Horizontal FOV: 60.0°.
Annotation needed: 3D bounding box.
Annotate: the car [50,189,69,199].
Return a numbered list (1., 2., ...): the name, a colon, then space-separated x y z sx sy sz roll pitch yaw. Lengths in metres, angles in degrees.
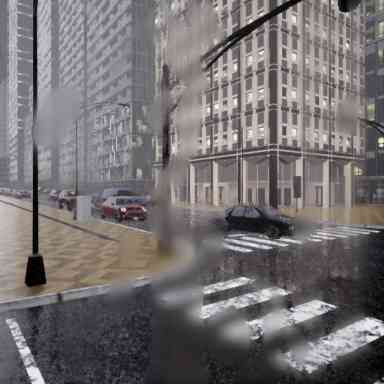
1. car: -23.132 0.329 58.050 1.882 1.535 5.008 0 1 -36

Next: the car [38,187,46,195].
1. car: -33.514 -0.020 77.041 1.887 1.381 4.507 1 0 -36

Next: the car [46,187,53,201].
1. car: -18.048 0.460 45.544 2.097 1.767 4.553 0 1 -35

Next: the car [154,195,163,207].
1. car: -4.318 0.982 36.221 1.802 1.307 4.206 1 0 -36

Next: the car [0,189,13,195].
1. car: -40.283 0.016 72.100 1.947 1.339 4.313 1 0 -36

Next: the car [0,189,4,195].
1. car: -37.040 0.107 67.566 2.008 1.369 4.403 1 0 -36

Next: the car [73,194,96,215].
1. car: -7.855 1.103 26.762 1.802 1.307 4.206 1 0 -36

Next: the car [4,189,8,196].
1. car: -33.797 0.208 63.032 1.887 1.381 4.507 1 0 -36

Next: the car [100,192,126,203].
1. car: -10.903 0.707 45.432 1.752 1.417 4.829 1 0 -36

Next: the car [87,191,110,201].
1. car: -14.050 0.644 49.829 1.947 1.339 4.313 1 0 -36

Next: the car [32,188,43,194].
1. car: -40.002 -0.213 86.112 1.947 1.339 4.313 1 0 -36

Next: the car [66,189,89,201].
1. car: -17.187 0.400 49.737 2.097 1.767 4.553 0 1 -36

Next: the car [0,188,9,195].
1. car: -43.526 -0.112 76.633 1.887 1.381 4.507 1 0 -36

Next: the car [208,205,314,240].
1. car: 3.139 1.351 16.290 2.033 1.411 5.357 0 1 -40

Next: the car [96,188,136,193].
1. car: -5.885 0.734 28.418 2.150 2.045 5.566 0 1 -37

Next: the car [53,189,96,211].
1. car: -11.090 0.729 31.295 2.192 1.841 5.009 1 0 -36

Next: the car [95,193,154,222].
1. car: -4.608 1.069 22.228 1.967 1.590 4.097 1 0 -36

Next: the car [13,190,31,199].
1. car: -27.311 0.422 53.965 1.887 1.381 4.507 1 0 -36

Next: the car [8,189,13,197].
1. car: -30.554 0.321 58.498 2.008 1.369 4.403 1 0 -36
